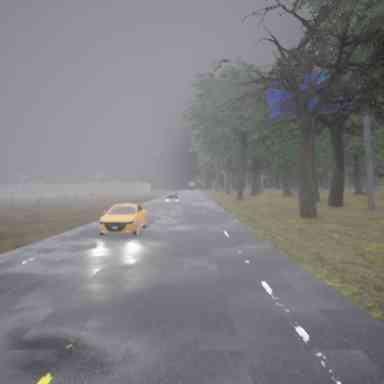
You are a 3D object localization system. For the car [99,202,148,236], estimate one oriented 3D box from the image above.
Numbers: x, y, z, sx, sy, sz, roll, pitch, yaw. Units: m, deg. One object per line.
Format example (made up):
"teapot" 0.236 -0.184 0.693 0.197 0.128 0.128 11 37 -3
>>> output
"car" -3.591 1.363 18.009 1.882 1.535 5.008 0 1 0

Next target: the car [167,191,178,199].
"car" -3.507 0.504 60.884 1.882 1.535 5.008 0 1 1
